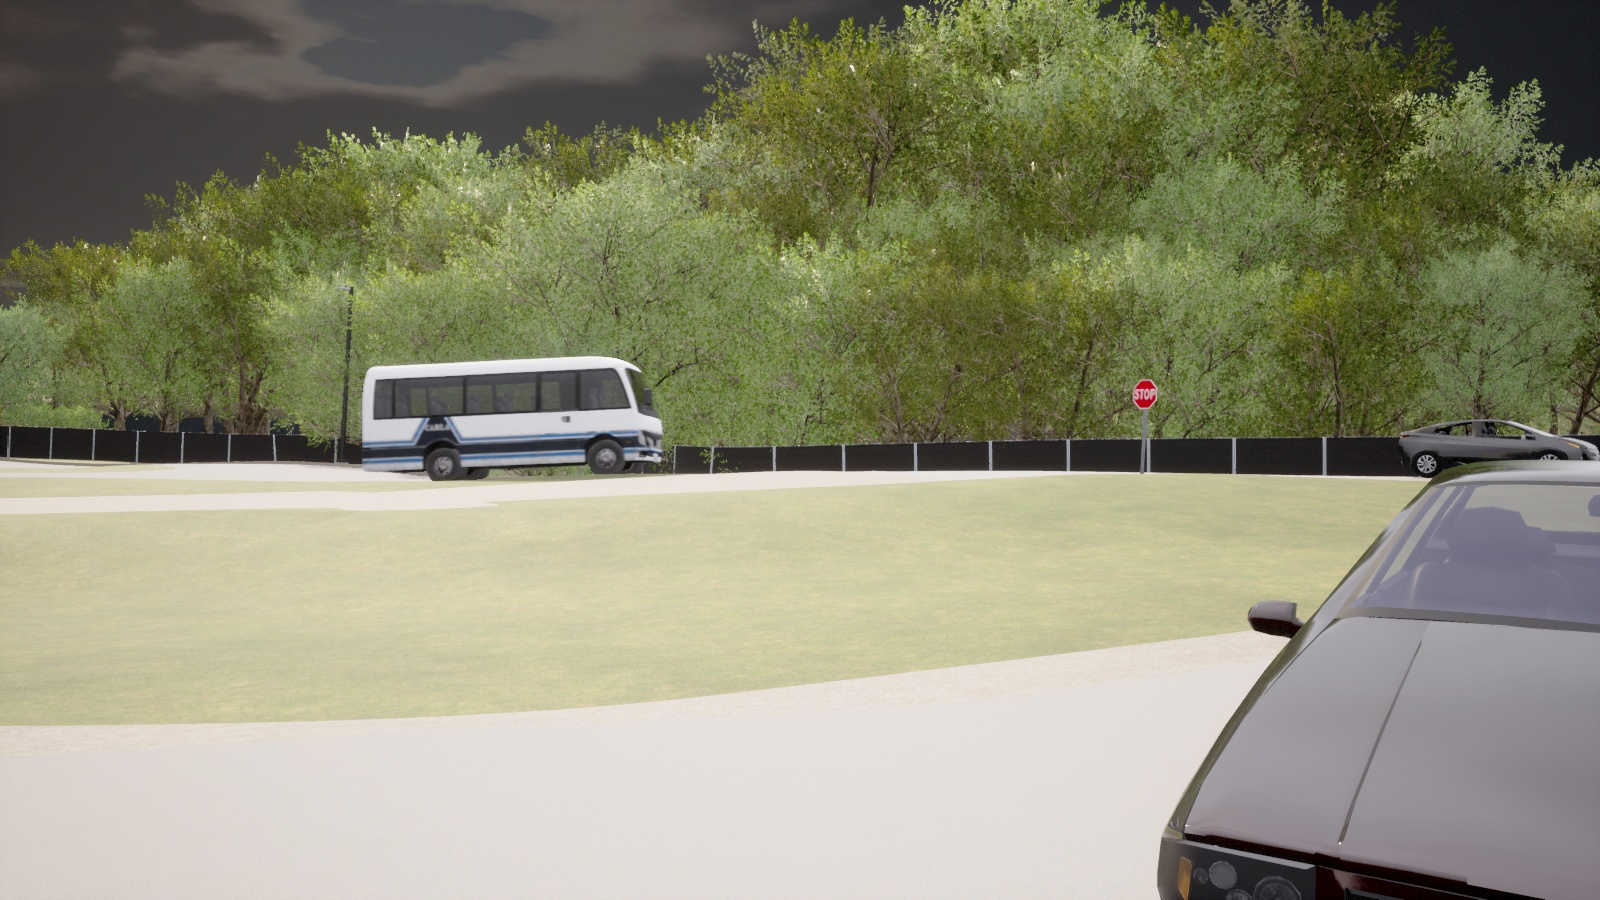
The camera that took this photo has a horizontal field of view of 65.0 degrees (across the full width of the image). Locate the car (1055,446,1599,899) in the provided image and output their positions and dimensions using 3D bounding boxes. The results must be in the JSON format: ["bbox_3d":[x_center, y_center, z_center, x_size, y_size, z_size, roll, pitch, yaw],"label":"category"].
[{"bbox_3d":[2.824,0.751,4.233,2.033,1.411,5.357,2,2,33],"label":"car"}]

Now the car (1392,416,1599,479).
[{"bbox_3d":[17.966,-0.042,32.351,4.514,1.525,2.007,0,-1,43],"label":"car"}]

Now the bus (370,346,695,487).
[{"bbox_3d":[-9.166,-1.029,43.898,10.273,4.253,3.944,-2,-2,5],"label":"bus"}]
